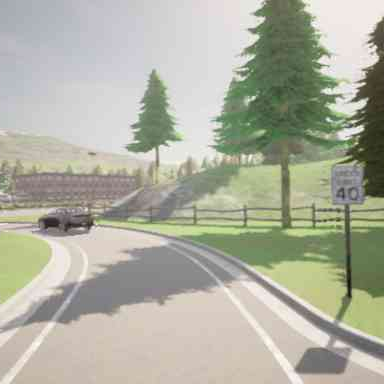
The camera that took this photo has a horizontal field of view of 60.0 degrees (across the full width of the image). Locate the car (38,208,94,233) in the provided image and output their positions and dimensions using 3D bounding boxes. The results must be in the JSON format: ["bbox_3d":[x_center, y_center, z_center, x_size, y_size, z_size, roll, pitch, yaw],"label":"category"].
[{"bbox_3d":[-8.395,1.803,21.955,4.902,1.511,2.128,-2,-1,42],"label":"car"}]
